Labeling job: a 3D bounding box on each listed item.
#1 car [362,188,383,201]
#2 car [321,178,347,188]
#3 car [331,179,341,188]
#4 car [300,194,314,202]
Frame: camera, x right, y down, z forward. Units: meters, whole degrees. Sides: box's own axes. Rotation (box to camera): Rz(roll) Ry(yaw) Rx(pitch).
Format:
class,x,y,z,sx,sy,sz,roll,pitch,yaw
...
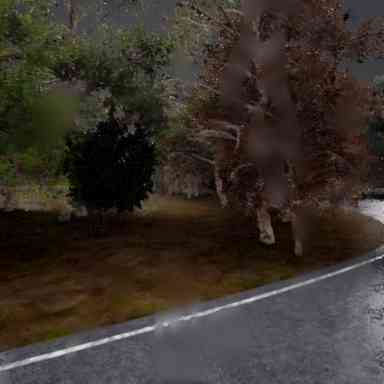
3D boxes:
class,x,y,z,sx,sy,sz,roll,pitch,yaw
car,20.531,0.250,35.015,1.895,1.301,4.718,-5,3,-43
car,29.335,-1.919,68.631,4.553,1.767,2.097,-3,2,-11
car,28.911,-1.569,65.211,4.181,1.385,1.994,-3,2,-16
car,13.173,0.366,41.160,2.033,1.411,5.357,-4,2,-17
